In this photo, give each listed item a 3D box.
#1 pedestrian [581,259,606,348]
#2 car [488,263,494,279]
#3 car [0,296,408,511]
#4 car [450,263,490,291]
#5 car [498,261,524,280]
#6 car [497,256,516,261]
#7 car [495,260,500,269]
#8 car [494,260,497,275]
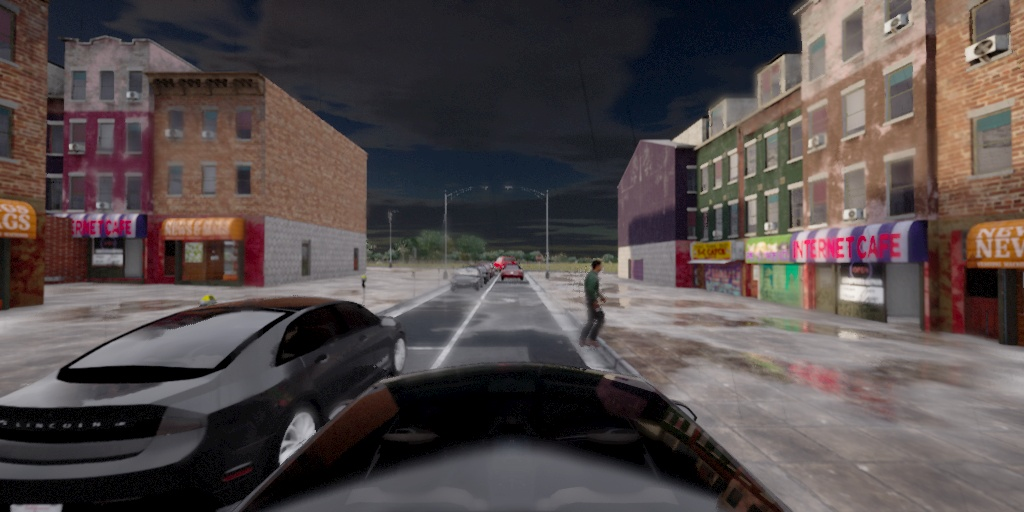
[{"bbox_3d":[1.711,0.948,7.459,0.375,1.860,0.375,-1,-1,0],"label":"pedestrian"},{"bbox_3d":[-2.671,1.371,27.384,1.948,1.339,4.313,0,0,0],"label":"car"},{"bbox_3d":[-2.753,1.256,4.496,1.837,1.490,4.892,0,0,0],"label":"car"},{"bbox_3d":[-2.663,1.335,21.844,2.007,1.370,4.403,0,0,0],"label":"car"},{"bbox_3d":[0.033,1.387,32.444,1.994,1.385,4.181,0,0,1],"label":"car"},{"bbox_3d":[-0.942,1.067,45.895,2.150,2.045,5.566,1,0,-15],"label":"car"},{"bbox_3d":[-2.686,1.396,38.466,2.007,1.370,4.403,0,0,0],"label":"car"},{"bbox_3d":[-2.678,1.370,32.925,1.888,1.381,4.507,0,0,0],"label":"car"}]
